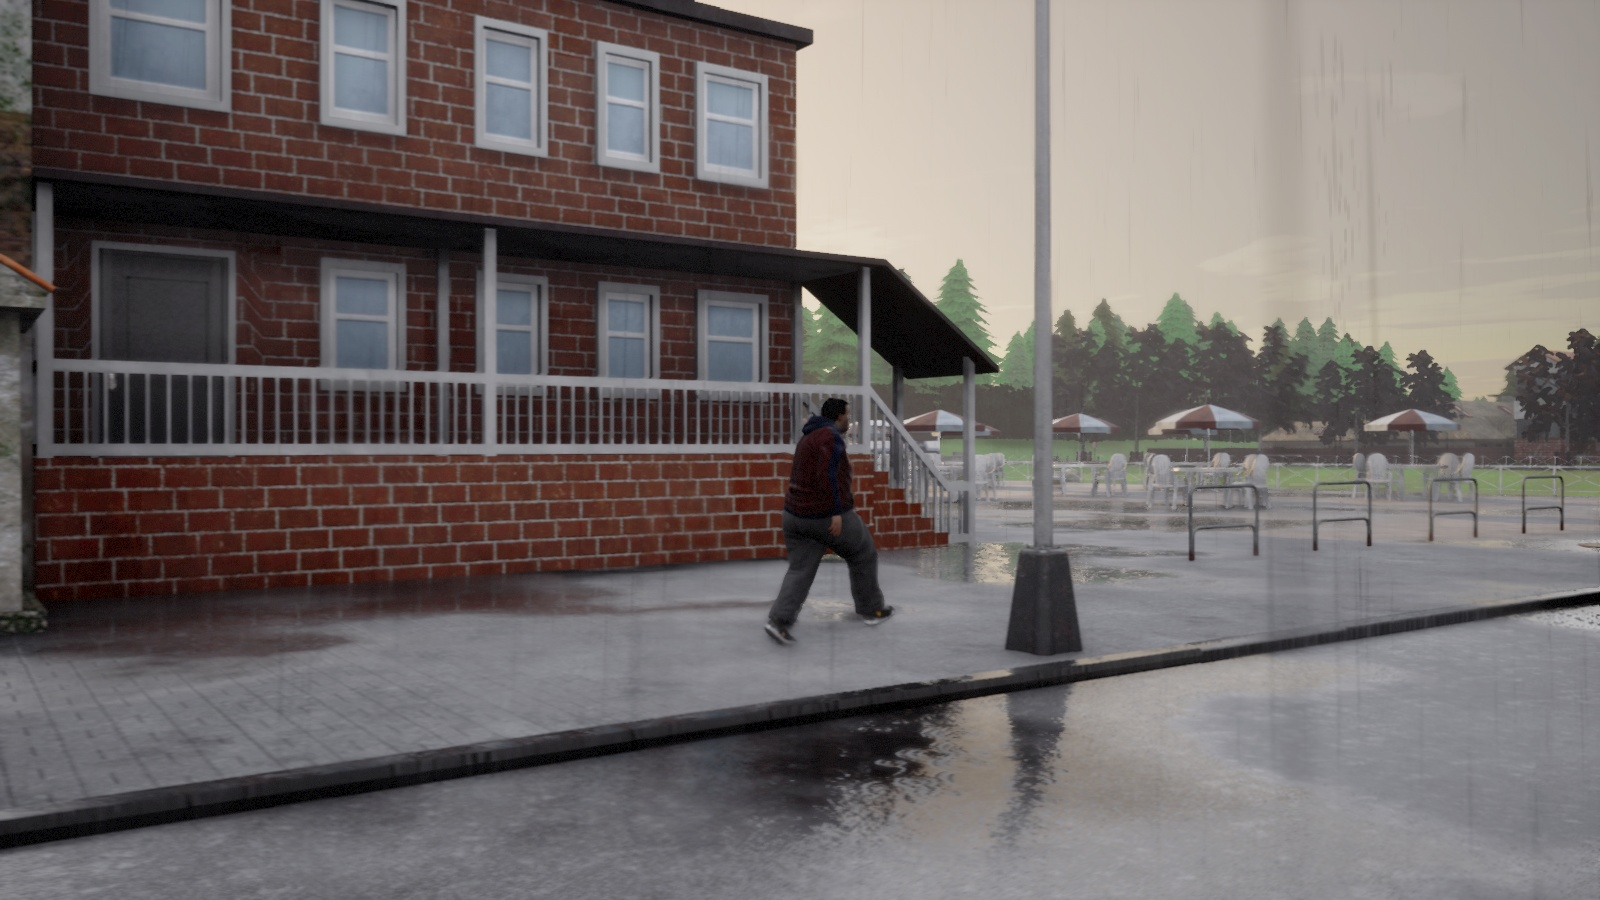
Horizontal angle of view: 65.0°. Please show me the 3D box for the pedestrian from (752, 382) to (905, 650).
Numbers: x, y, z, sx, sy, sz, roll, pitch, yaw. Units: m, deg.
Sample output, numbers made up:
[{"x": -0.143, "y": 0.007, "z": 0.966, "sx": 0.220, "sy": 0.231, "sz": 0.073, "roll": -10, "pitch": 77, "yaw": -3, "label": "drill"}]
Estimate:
[{"x": 0.202, "y": 0.449, "z": 9.130, "sx": 0.899, "sy": 1.844, "sz": 0.634, "roll": 0, "pitch": 0, "yaw": -29, "label": "pedestrian"}]
